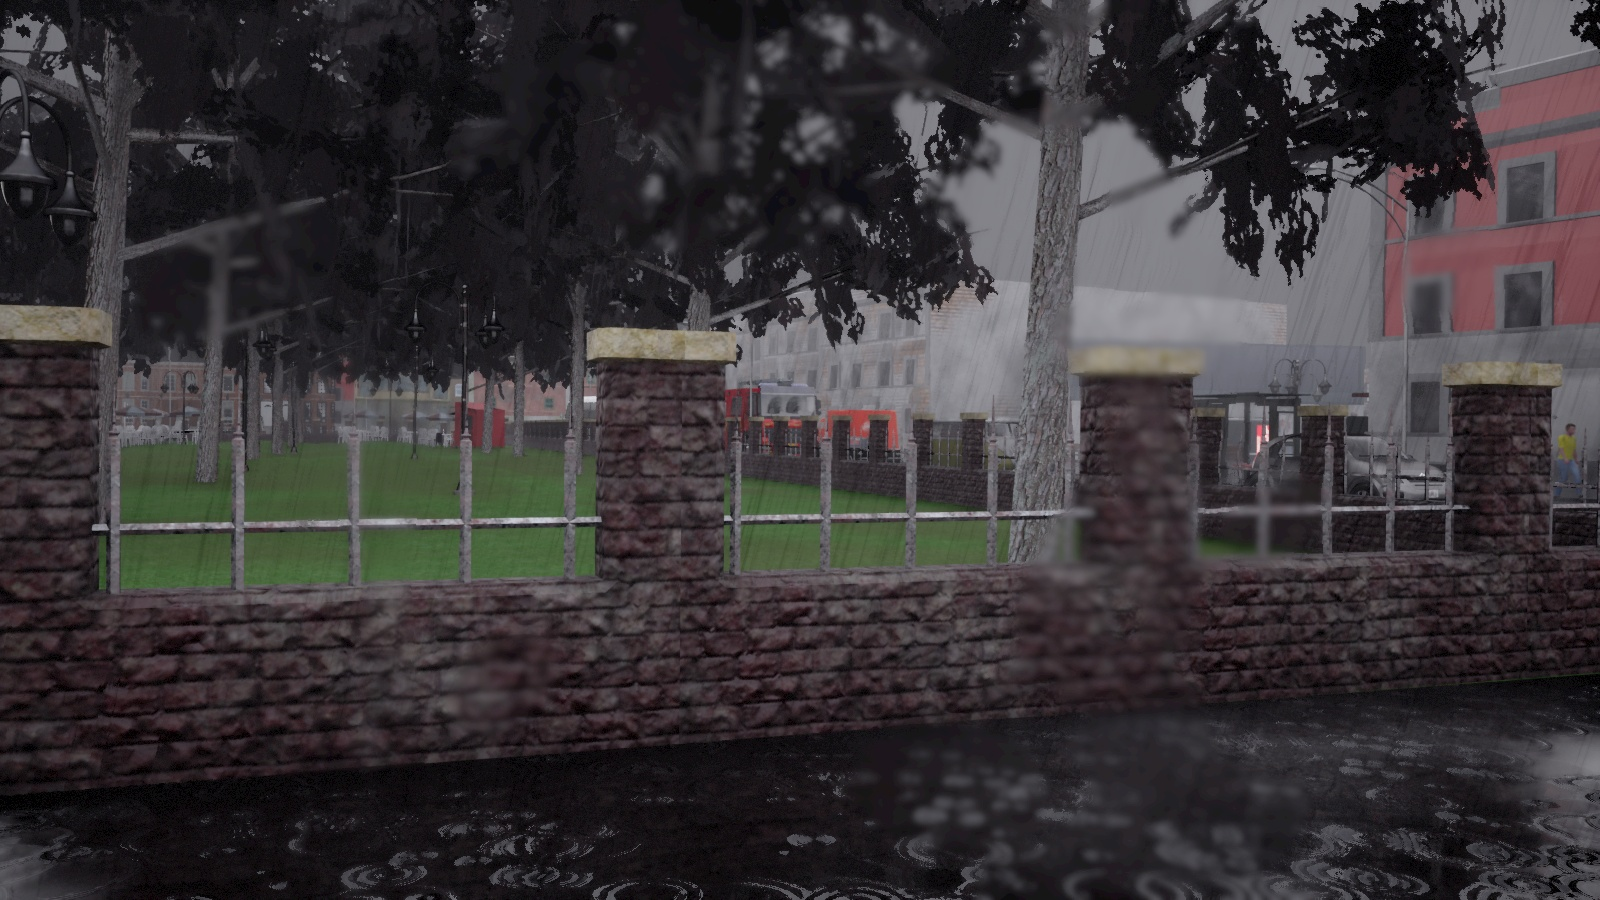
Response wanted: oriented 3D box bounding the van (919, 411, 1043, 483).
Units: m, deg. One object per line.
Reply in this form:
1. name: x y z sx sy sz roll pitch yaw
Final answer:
1. van: 5.323 -0.116 37.445 1.775 1.987 4.442 -1 1 -20

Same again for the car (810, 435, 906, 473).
1. car: 2.087 0.118 46.563 1.895 1.301 4.718 -1 1 -20

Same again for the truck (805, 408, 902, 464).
1. truck: 2.384 -0.652 57.635 2.627 2.467 5.204 -1 1 -20

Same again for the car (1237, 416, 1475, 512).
1. car: 10.278 0.202 23.553 1.851 1.617 3.988 -1 1 -19

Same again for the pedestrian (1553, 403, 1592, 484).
1. pedestrian: 17.727 -0.153 28.821 0.354 1.836 0.706 -1 1 -15

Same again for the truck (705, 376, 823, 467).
1. truck: -1.804 -1.284 57.443 2.891 3.827 8.468 -1 1 -20
